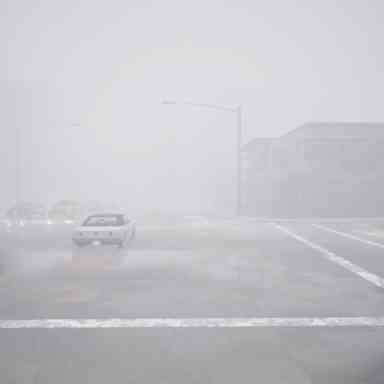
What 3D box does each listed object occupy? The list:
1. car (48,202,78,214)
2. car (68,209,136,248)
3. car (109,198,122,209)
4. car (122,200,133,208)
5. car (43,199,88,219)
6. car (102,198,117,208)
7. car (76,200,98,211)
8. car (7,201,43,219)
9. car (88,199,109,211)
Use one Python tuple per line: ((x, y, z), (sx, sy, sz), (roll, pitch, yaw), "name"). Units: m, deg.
((-15.342, 1.859, 39.693), (1.895, 1.301, 4.718), (0, -1, -2), "car")
((-3.695, 1.631, 14.819), (1.895, 1.301, 4.718), (0, 0, -2), "car")
((-12.224, 2.008, 49.988), (1.812, 1.442, 4.674), (0, -1, -2), "car")
((-12.795, 2.304, 65.728), (1.837, 1.490, 4.892), (0, -1, -2), "car")
((-11.480, 1.464, 30.550), (2.097, 1.767, 4.553), (0, -1, -2), "car")
((-16.310, 2.153, 66.155), (2.097, 1.767, 4.553), (0, 0, -2), "car")
((-15.737, 1.962, 49.983), (1.882, 1.535, 5.008), (0, -1, -2), "car")
((-14.980, 1.604, 30.429), (2.128, 1.511, 4.902), (0, -1, -2), "car")
((-11.836, 1.745, 39.596), (2.128, 1.511, 4.902), (0, -1, -2), "car")
